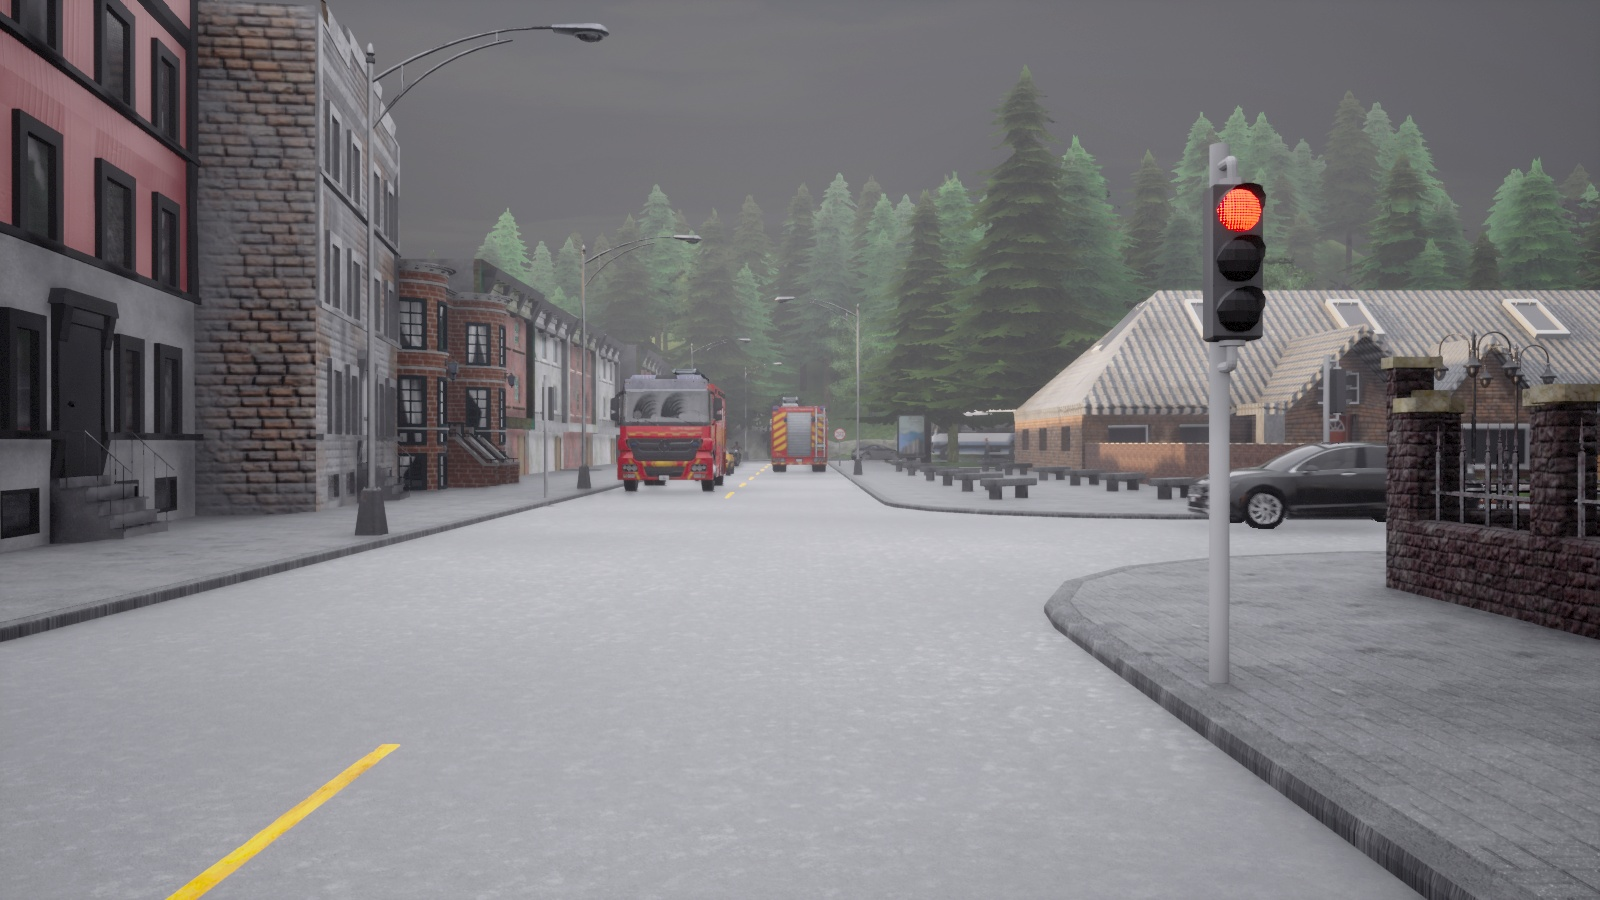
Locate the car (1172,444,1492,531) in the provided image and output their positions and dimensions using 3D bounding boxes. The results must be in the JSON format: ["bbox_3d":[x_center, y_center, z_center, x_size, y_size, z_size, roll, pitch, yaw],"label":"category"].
[{"bbox_3d":[9.322,0.633,22.279,4.892,1.490,1.837,0,0,0],"label":"car"}]

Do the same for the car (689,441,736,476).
[{"bbox_3d":[-4.050,0.350,58.914,1.801,1.575,5.366,0,0,0],"label":"car"}]

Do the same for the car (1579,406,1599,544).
[{"bbox_3d":[14.694,0.375,18.153,5.566,2.045,2.150,0,0,-1],"label":"car"}]

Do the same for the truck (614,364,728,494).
[{"bbox_3d":[-4.048,-0.654,41.252,2.891,3.827,8.468,0,0,0],"label":"truck"}]

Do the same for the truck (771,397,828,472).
[{"bbox_3d":[-0.041,-0.802,67.984,2.891,3.827,8.468,0,0,0],"label":"truck"}]
